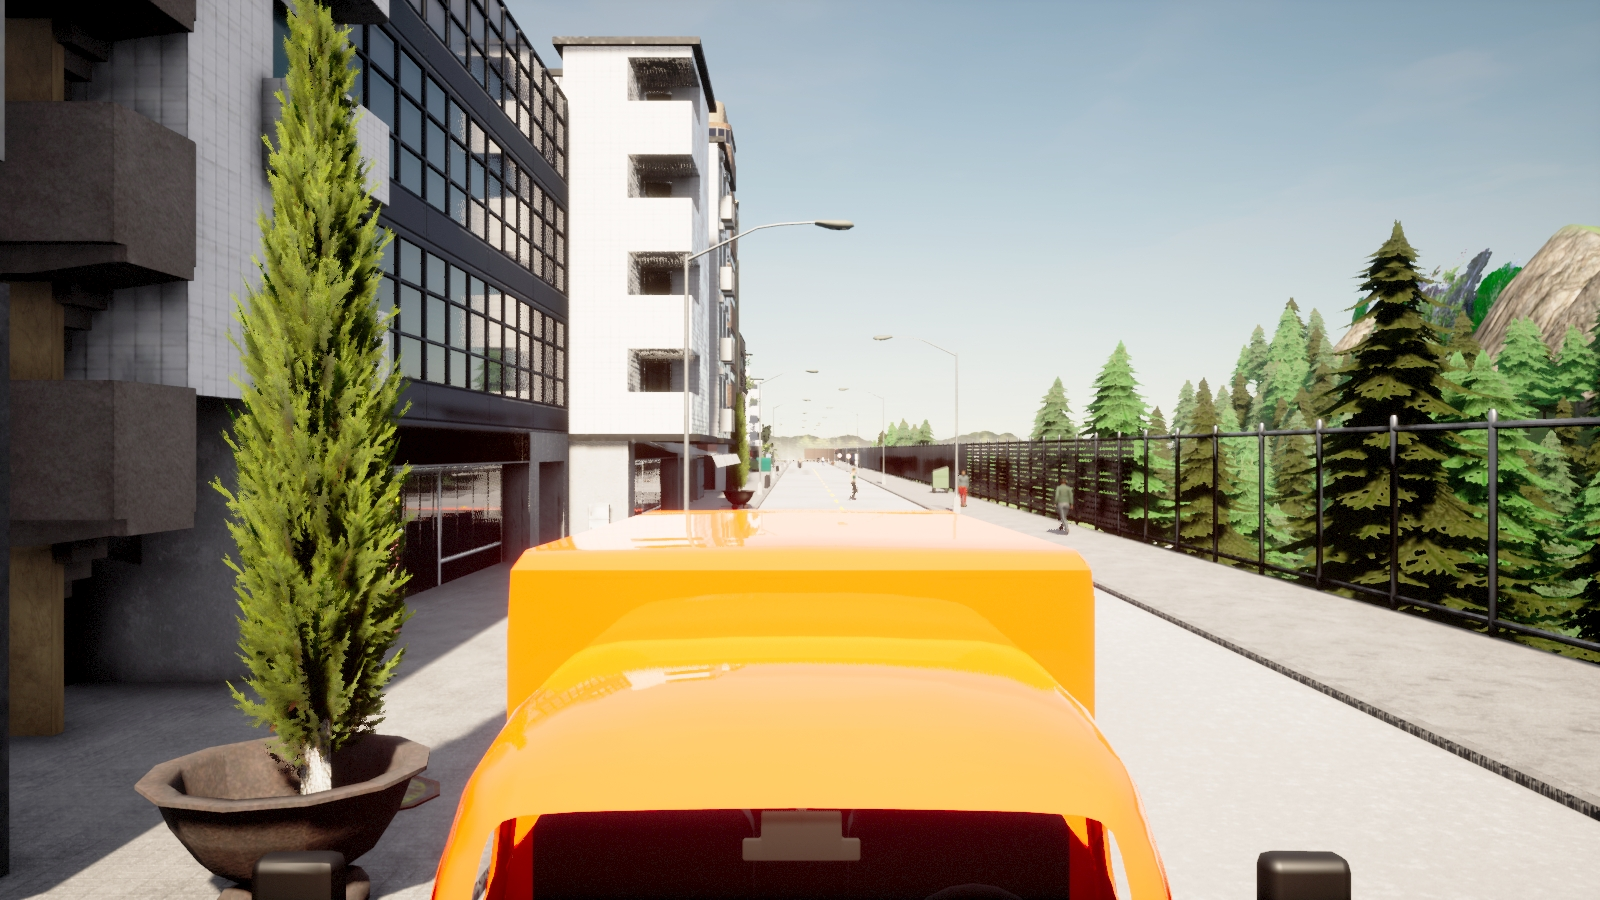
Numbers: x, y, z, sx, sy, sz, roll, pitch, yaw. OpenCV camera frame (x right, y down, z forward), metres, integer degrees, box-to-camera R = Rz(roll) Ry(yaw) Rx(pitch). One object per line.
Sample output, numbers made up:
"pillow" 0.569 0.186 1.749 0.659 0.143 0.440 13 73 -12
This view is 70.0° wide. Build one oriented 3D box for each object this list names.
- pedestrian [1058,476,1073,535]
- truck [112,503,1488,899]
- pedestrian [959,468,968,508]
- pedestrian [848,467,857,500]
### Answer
"pedestrian" 8.440 1.759 36.389 0.375 1.860 0.375 0 0 -3
"truck" 0.000 1.571 4.781 2.627 2.467 5.204 0 0 0
"pedestrian" 7.677 1.766 53.655 0.375 1.860 0.375 0 0 0
"pedestrian" 2.911 1.873 63.787 0.375 1.860 0.375 0 0 26
